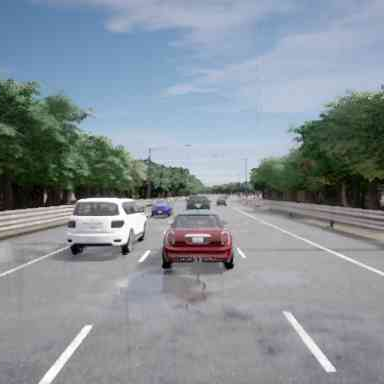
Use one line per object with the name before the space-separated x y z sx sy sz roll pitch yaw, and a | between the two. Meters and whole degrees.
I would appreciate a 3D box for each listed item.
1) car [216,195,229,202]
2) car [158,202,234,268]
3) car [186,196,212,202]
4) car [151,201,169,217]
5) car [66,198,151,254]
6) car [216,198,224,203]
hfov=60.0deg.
car | 5.609 1.875 63.773 2.128 1.511 4.902 0 0 4
car | 0.189 1.382 11.524 2.097 1.767 4.553 0 0 1
car | 0.608 1.342 30.756 2.150 2.045 5.566 0 0 2
car | -2.834 1.652 32.503 1.812 1.442 4.674 0 0 2
car | -3.284 1.259 13.812 2.150 2.045 5.566 0 0 1
car | 7.439 2.166 87.543 1.895 1.301 4.718 0 0 5
